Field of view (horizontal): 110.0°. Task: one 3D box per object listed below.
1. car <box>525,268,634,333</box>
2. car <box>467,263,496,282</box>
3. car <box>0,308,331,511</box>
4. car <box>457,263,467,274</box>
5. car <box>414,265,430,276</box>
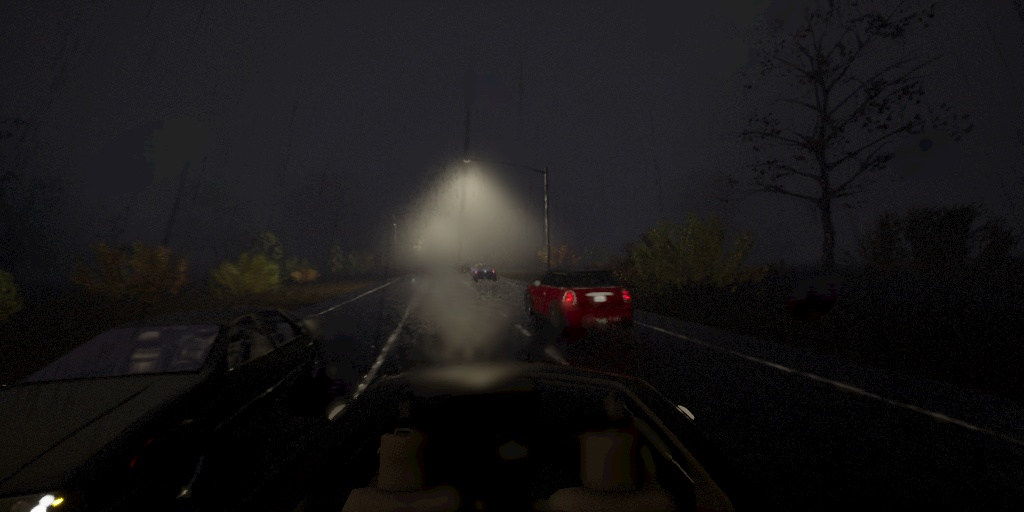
[{"bbox_3d":[1.850,1.157,11.310,2.097,1.767,4.553,-1,-1,-11],"label":"car"},{"bbox_3d":[-2.870,1.509,34.827,2.097,1.767,4.553,-1,-1,-11],"label":"car"},{"bbox_3d":[-3.906,1.417,4.452,2.033,1.411,5.357,-1,-1,-11],"label":"car"},{"bbox_3d":[-6.960,1.953,55.224,1.837,1.490,4.892,-1,-1,-11],"label":"car"},{"bbox_3d":[-13.065,2.089,52.313,1.812,1.442,4.674,-1,-1,-7],"label":"car"}]
